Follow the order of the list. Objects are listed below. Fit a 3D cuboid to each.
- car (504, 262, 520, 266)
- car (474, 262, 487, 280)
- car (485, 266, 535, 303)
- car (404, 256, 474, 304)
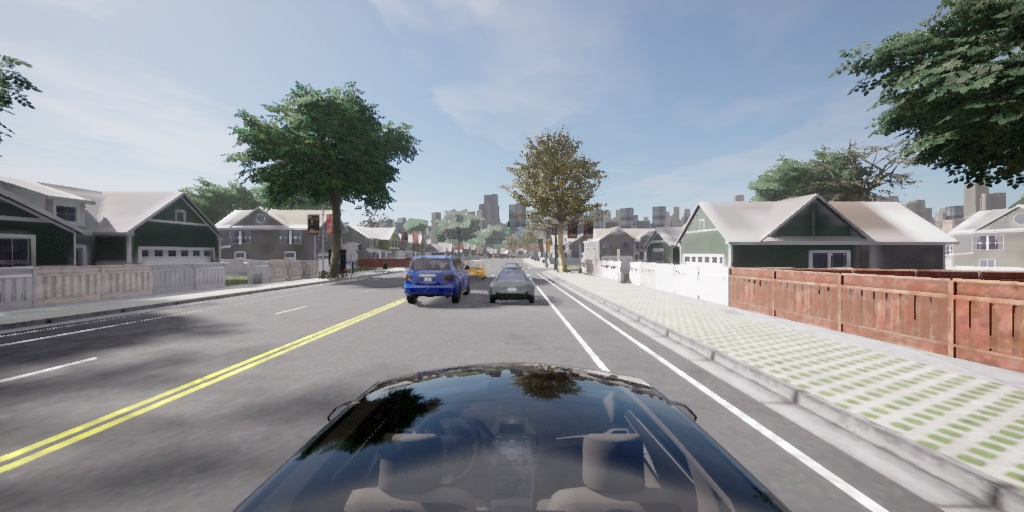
[{"bbox_3d":[0.001,1.276,31.501,1.812,1.442,4.674,0,0,0],"label":"car"},{"bbox_3d":[-3.249,1.228,31.501,1.882,1.535,5.008,0,0,0],"label":"car"},{"bbox_3d":[0.000,1.319,16.501,1.994,1.385,4.181,0,0,0],"label":"car"},{"bbox_3d":[-3.250,1.004,16.530,2.150,2.045,5.566,0,0,0],"label":"car"}]
